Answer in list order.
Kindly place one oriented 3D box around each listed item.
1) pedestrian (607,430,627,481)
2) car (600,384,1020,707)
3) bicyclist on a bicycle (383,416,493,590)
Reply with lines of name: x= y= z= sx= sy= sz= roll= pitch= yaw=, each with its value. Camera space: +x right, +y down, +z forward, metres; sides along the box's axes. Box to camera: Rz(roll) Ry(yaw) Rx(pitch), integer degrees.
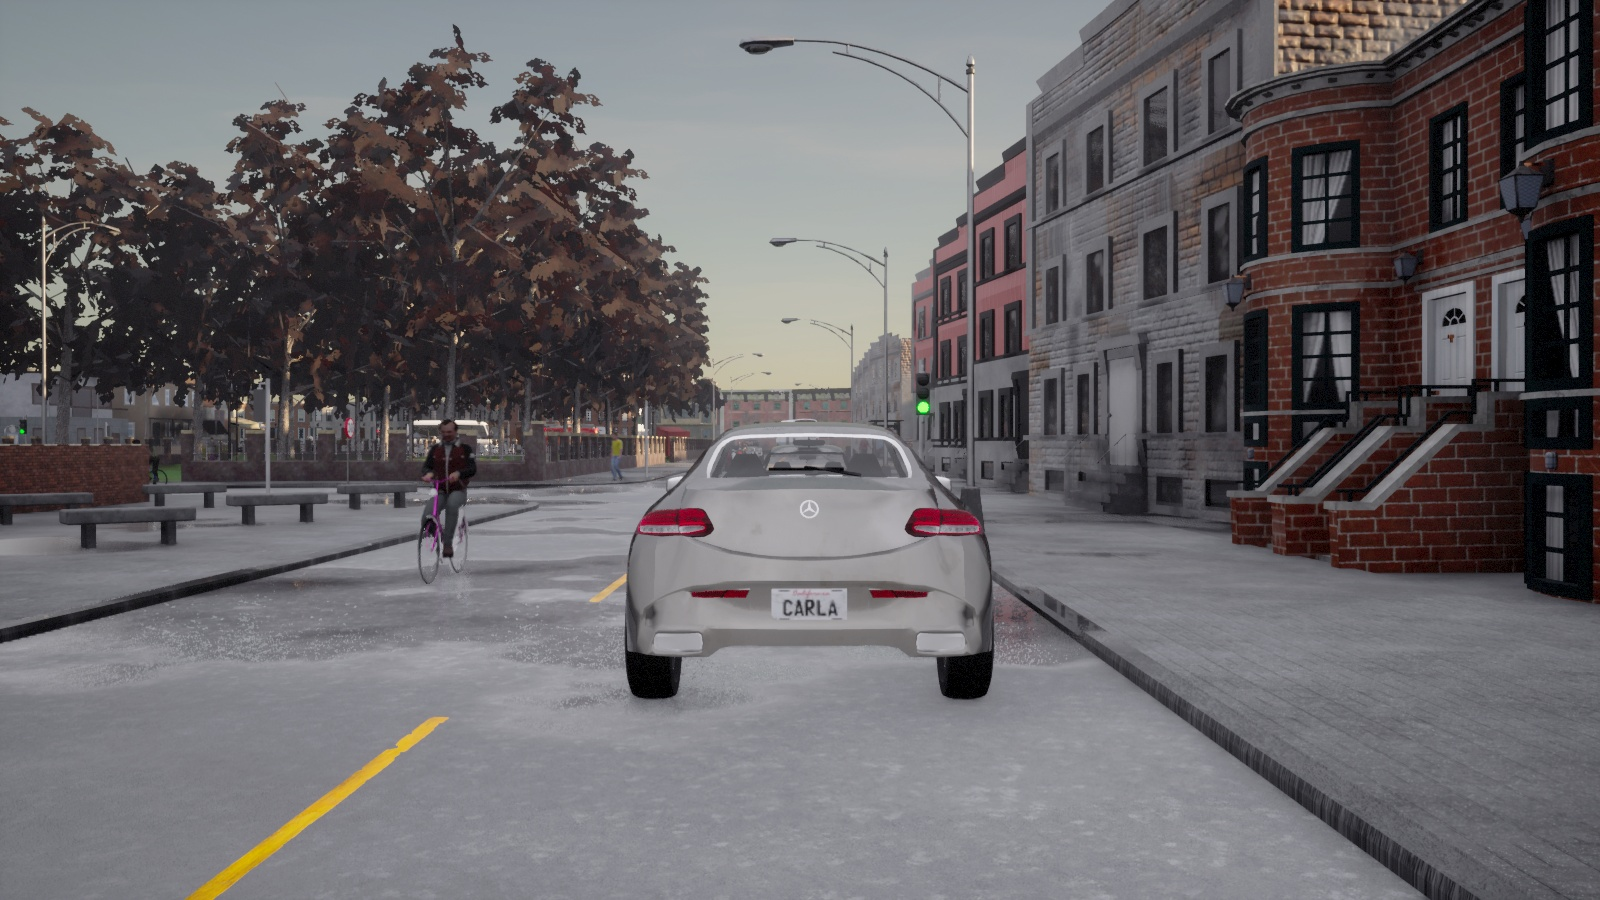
pedestrian: x=-6.675 y=0.192 z=45.819 sx=0.354 sy=1.836 sz=0.706 roll=0 pitch=0 yaw=37
car: x=0.064 y=0.475 z=8.950 sx=2.152 sy=1.651 sz=5.027 roll=0 pitch=0 yaw=0
bicyclist on a bicycle: x=-3.918 y=0.536 z=13.734 sx=0.659 sy=1.776 sz=1.843 roll=0 pitch=0 yaw=0
